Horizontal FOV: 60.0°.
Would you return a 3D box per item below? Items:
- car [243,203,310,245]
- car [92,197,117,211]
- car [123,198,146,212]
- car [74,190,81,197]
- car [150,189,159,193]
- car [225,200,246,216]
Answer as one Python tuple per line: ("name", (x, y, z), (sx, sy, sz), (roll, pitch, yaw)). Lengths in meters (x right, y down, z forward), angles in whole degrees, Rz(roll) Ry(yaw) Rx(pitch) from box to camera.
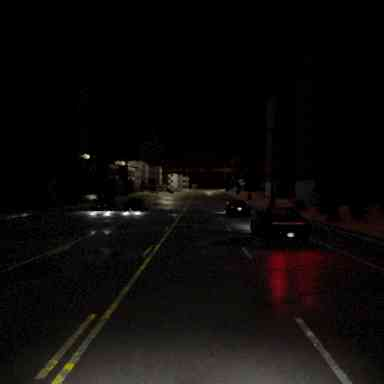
("car", (3.899, 1.440, 15.342), (2.128, 1.511, 4.902), (0, 0, 1))
("car", (-9.814, 1.321, 37.607), (1.837, 1.490, 4.892), (0, 0, 1))
("car", (-6.326, 1.375, 37.183), (2.033, 1.411, 5.357), (0, 0, 1))
("car", (-24.530, 0.211, 68.911), (1.970, 1.475, 3.806), (0, 2, 1))
("car", (-8.846, -0.164, 78.418), (1.812, 1.442, 4.674), (0, 2, 1))
("car", (4.238, 1.449, 31.208), (1.994, 1.385, 4.181), (0, 0, 1))
